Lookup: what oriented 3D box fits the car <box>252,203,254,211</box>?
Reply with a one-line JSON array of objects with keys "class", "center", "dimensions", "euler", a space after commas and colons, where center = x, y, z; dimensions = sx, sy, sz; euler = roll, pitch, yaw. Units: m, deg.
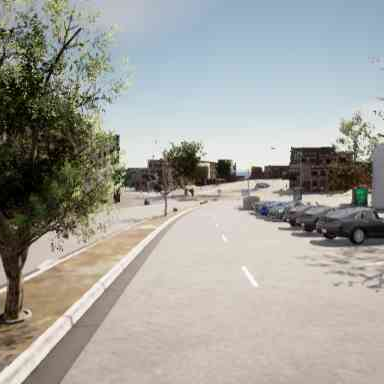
[{"class": "car", "center": [8.849, 1.706, 33.091], "dimensions": [4.674, 1.452, 2.002], "euler": [1, 0, -15]}]

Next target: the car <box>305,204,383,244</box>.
[{"class": "car", "center": [8.103, 1.501, 15.388], "dimensions": [4.892, 1.521, 2.231], "euler": [1, -1, -19]}]

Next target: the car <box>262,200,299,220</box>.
[{"class": "car", "center": [8.525, 1.480, 27.209], "dimensions": [4.553, 1.767, 2.185], "euler": [1, 0, -17]}]

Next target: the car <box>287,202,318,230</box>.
[{"class": "car", "center": [8.158, 1.524, 18.347], "dimensions": [4.892, 1.521, 2.231], "euler": [1, -1, -18]}]

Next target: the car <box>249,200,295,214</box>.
[{"class": "car", "center": [9.343, 1.763, 38.995], "dimensions": [4.792, 1.488, 2.163], "euler": [1, -1, -15]}]

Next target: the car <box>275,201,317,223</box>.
[{"class": "car", "center": [8.239, 1.550, 21.302], "dimensions": [4.892, 1.521, 2.231], "euler": [1, -1, -18]}]

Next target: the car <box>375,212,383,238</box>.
[{"class": "car", "center": [8.076, 1.459, 9.475], "dimensions": [5.008, 1.535, 2.097], "euler": [1, 0, -20]}]

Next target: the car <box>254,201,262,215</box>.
[{"class": "car", "center": [8.650, 1.634, 30.149], "dimensions": [5.008, 1.535, 2.097], "euler": [1, -1, -16]}]
